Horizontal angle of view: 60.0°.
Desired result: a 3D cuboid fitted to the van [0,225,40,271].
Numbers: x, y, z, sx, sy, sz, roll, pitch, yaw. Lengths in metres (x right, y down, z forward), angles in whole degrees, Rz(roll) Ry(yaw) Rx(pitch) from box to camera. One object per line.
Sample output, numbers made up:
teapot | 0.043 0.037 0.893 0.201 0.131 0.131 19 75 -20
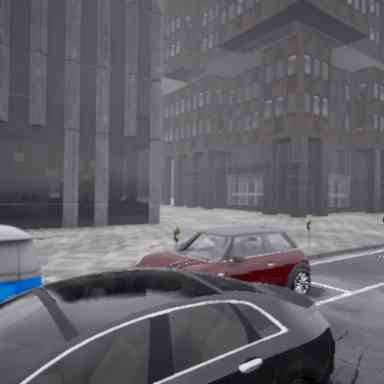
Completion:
van | -3.872 1.337 3.889 3.998 1.788 1.690 1 0 -35

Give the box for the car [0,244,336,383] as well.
car | -0.810 1.517 2.668 4.892 1.490 1.837 1 0 -35

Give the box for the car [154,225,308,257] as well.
car | 0.639 1.501 7.075 4.097 1.590 1.967 1 0 -35
